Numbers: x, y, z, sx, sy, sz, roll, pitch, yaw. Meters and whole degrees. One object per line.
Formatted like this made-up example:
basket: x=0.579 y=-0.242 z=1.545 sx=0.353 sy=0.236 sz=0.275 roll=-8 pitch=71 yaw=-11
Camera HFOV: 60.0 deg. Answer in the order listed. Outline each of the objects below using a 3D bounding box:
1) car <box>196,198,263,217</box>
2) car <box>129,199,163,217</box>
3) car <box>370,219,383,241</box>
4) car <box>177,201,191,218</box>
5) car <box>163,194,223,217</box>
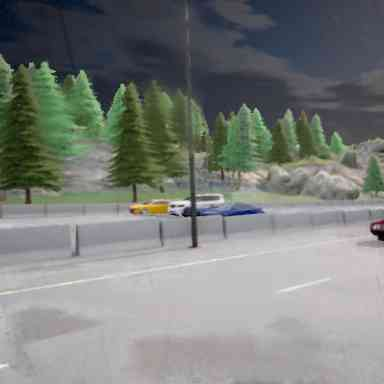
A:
car: x=2.806 y=1.448 z=23.181 sx=5.008 sy=1.535 sz=1.882 roll=0 pitch=0 yaw=-35
car: x=-3.496 y=1.448 z=31.583 sx=5.008 sy=1.535 sz=1.882 roll=0 pitch=0 yaw=-35
car: x=10.275 y=1.572 z=15.367 sx=4.718 sy=1.301 sz=1.895 roll=0 pitch=0 yaw=-35
car: x=1.505 y=1.572 z=26.553 sx=4.718 sy=1.301 sz=1.895 roll=0 pitch=0 yaw=-35
car: x=0.572 y=1.195 z=30.184 sx=5.566 sy=2.045 sz=2.150 roll=0 pitch=0 yaw=-35
